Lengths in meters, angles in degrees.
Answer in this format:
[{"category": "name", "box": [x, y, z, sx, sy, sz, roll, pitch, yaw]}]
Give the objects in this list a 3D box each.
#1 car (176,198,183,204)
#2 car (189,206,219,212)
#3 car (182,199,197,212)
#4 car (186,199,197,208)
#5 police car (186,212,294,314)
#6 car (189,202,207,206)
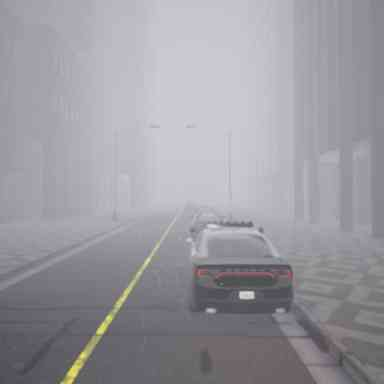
[{"category": "car", "box": [-3.127, 2.307, 89.434, 1.882, 1.535, 5.008, 0, -1, 0]}, {"category": "car", "box": [0.876, 1.694, 17.902, 1.812, 1.442, 4.674, 0, -1, 0]}, {"category": "car", "box": [-0.039, 1.940, 45.219, 1.812, 1.442, 4.674, 0, -1, 0]}, {"category": "car", "box": [-0.084, 2.024, 59.493, 1.882, 1.535, 5.008, 0, -1, 0]}, {"category": "police car", "box": [0.890, 1.503, 8.012, 1.930, 1.638, 5.238, 0, -1, 0]}, {"category": "car", "box": [0.867, 1.727, 23.903, 1.837, 1.490, 4.892, 0, 0, 0]}]
